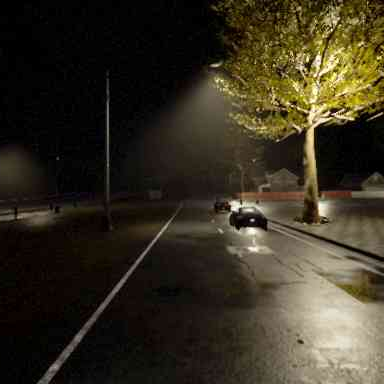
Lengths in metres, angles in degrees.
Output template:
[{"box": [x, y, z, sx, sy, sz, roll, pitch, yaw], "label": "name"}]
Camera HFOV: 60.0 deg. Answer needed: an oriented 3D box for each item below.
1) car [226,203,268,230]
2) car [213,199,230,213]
[{"box": [3.574, 1.649, 21.669, 1.994, 1.385, 4.181, 0, 0, 0], "label": "car"}, {"box": [3.551, 1.600, 39.489, 2.128, 1.511, 4.902, 0, 0, 0], "label": "car"}]
